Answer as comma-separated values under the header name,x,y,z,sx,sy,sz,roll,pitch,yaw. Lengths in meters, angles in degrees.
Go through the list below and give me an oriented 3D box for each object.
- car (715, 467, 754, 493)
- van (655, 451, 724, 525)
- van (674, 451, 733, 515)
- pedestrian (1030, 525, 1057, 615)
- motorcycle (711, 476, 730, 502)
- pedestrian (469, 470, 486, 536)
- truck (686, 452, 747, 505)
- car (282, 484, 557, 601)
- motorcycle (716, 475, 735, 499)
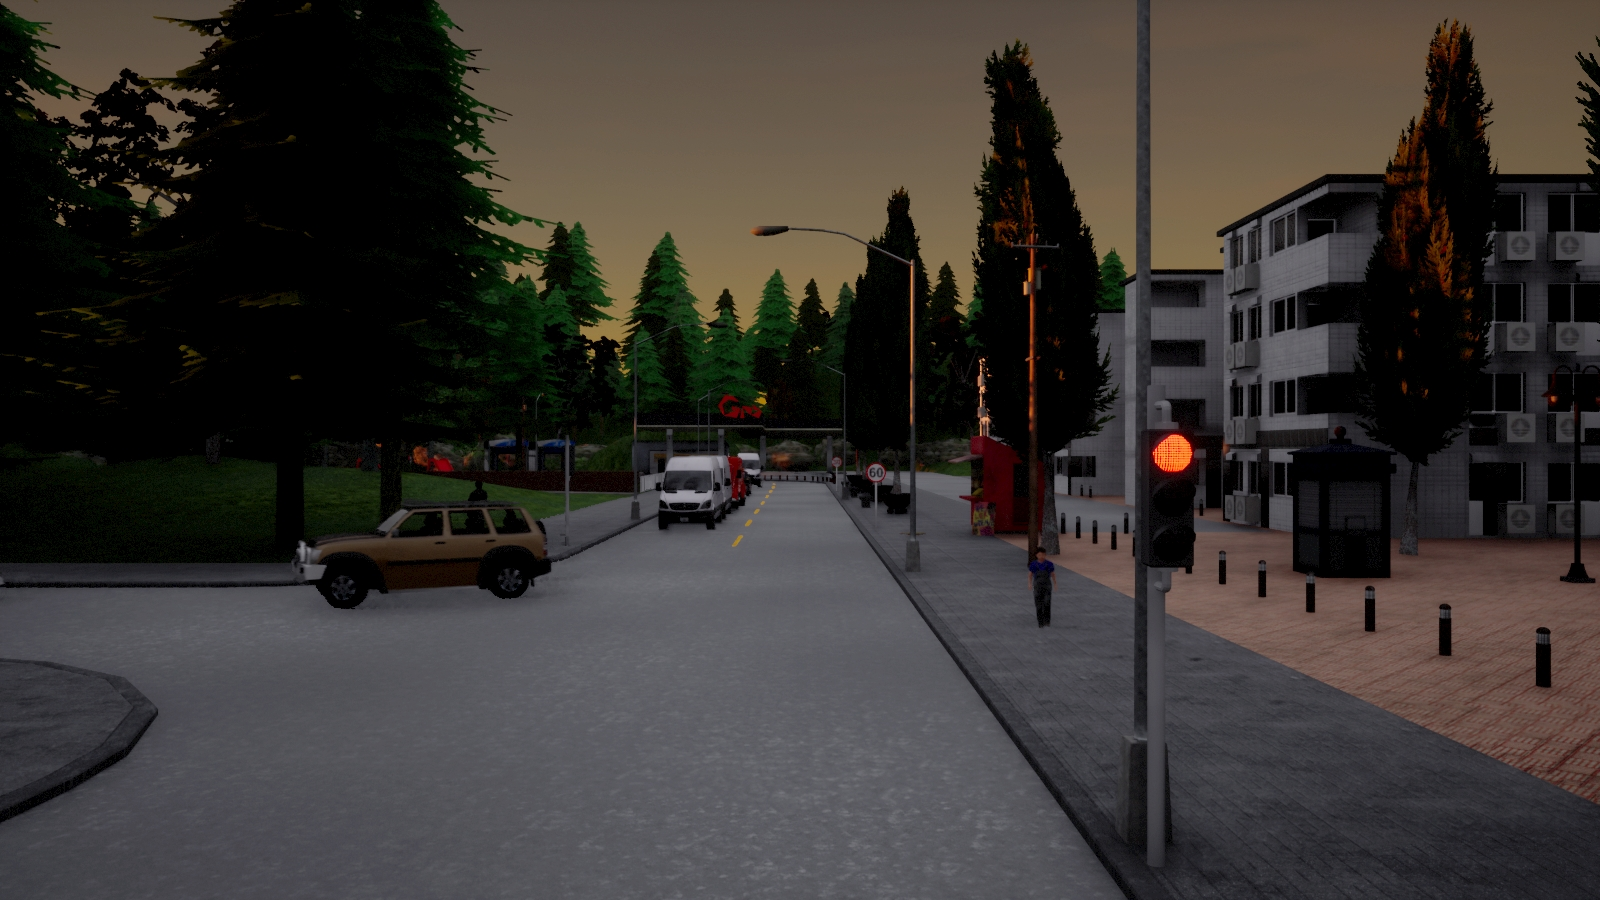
name,x,y,z,sx,sy,sz,roll,pitch,yaw
car,-3.975,1.816,70.543,2.128,1.511,4.902,0,0,0
van,-4.013,1.307,42.390,1.988,2.561,5.915,0,0,0
van,-4.007,1.306,48.327,1.988,2.561,5.915,0,0,0
pedestrian,3.668,1.801,17.212,0.375,1.300,0.375,0,0,14
motorcycle,-3.975,1.953,57.177,0.856,1.236,1.805,0,0,0
pedestrian,-9.294,1.520,32.910,0.375,1.860,0.375,0,0,0
truck,-3.995,1.339,55.631,2.627,2.467,5.204,0,0,0
car,-7.106,1.639,21.423,4.605,1.855,1.932,0,0,-28
motorcycle,-3.988,1.975,61.268,0.867,1.251,2.209,0,0,0
